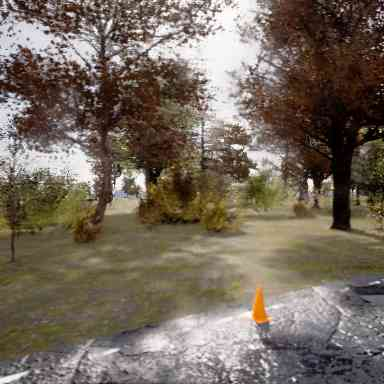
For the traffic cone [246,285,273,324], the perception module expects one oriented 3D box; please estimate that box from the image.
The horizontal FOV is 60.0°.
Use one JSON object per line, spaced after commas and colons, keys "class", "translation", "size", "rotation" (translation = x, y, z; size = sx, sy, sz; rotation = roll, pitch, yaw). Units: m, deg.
{"class": "traffic cone", "translation": [1.185, 1.924, 5.822], "size": [0.340, 0.580, 0.340], "rotation": [0, 0, -32]}
